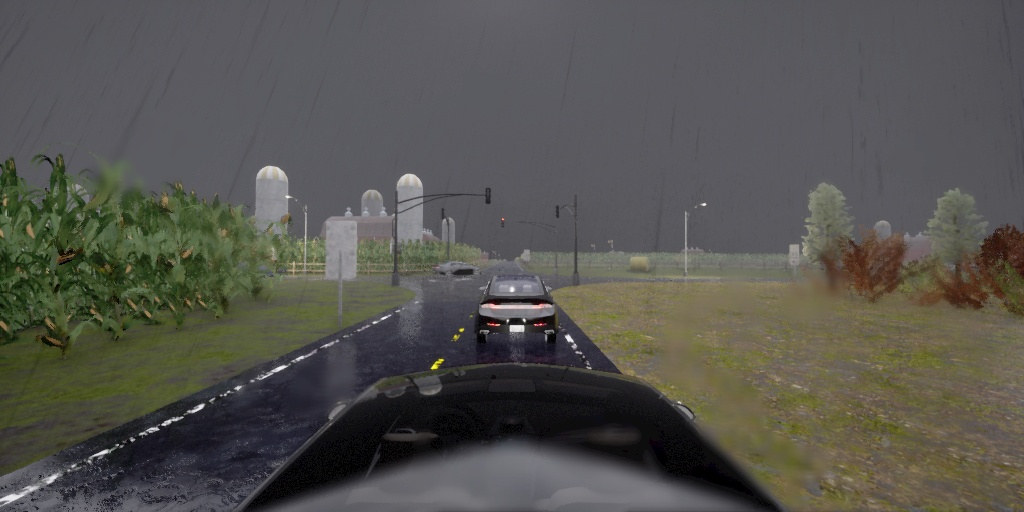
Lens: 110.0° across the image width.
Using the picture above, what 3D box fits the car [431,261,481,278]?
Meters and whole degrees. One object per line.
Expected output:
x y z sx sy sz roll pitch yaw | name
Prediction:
-5.049 1.225 33.252 4.902 1.511 2.128 0 0 -38 | car

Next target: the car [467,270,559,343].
0.102 1.245 9.632 2.128 1.511 4.902 0 0 0 | car

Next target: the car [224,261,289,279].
-20.979 1.106 28.720 5.357 1.411 2.033 0 -1 -3 | car

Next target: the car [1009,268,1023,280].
48.671 1.720 33.477 4.674 1.442 1.812 1 -1 -5 | car
